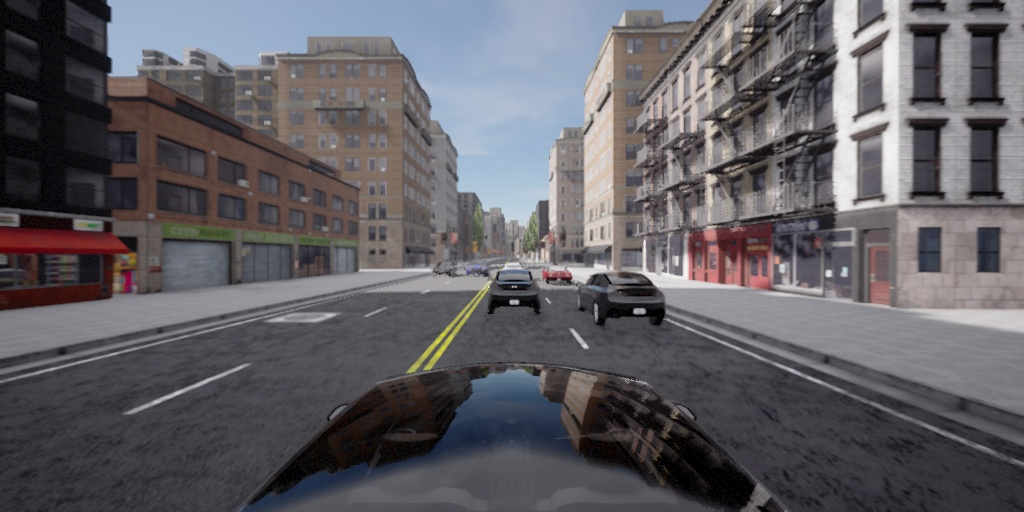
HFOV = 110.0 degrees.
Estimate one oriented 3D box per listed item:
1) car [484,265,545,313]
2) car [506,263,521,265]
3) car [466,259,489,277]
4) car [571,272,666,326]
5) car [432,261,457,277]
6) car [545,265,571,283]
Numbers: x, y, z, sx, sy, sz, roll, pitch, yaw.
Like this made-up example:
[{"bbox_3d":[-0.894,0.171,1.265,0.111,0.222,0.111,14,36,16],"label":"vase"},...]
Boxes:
[{"bbox_3d":[0.087,1.264,14.088,1.837,1.490,4.892,0,0,0],"label":"car"},{"bbox_3d":[0.090,1.298,29.862,1.812,1.442,4.674,0,0,0],"label":"car"},{"bbox_3d":[-3.346,1.129,35.763,2.097,1.767,4.553,0,0,0],"label":"car"},{"bbox_3d":[3.327,1.257,11.711,1.837,1.490,4.892,0,-2,1],"label":"car"},{"bbox_3d":[-6.595,1.285,35.476,1.837,1.490,4.892,0,-1,0],"label":"car"},{"bbox_3d":[3.328,1.371,27.468,1.895,1.301,4.718,0,0,0],"label":"car"}]
